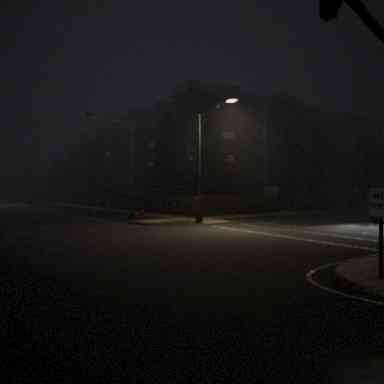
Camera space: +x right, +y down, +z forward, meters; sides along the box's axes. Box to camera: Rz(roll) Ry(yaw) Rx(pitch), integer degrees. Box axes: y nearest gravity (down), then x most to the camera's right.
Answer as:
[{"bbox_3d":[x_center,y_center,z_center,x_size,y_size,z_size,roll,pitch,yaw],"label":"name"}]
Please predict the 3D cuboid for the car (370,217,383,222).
[{"bbox_3d":[15.274,1.621,24.915,4.718,1.301,1.895,0,0,-36],"label":"car"}]
